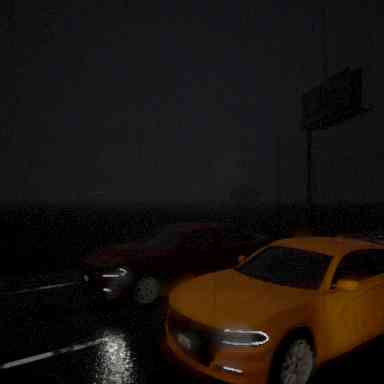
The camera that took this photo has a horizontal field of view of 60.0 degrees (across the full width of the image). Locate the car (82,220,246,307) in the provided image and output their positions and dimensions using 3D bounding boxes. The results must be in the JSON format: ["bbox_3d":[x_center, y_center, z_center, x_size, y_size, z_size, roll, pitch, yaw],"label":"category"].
[{"bbox_3d":[-0.090,1.498,8.183,5.008,1.535,1.882,1,0,-35],"label":"car"}]

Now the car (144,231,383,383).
[{"bbox_3d":[1.957,1.498,5.343,5.008,1.535,1.882,1,0,-35],"label":"car"}]
